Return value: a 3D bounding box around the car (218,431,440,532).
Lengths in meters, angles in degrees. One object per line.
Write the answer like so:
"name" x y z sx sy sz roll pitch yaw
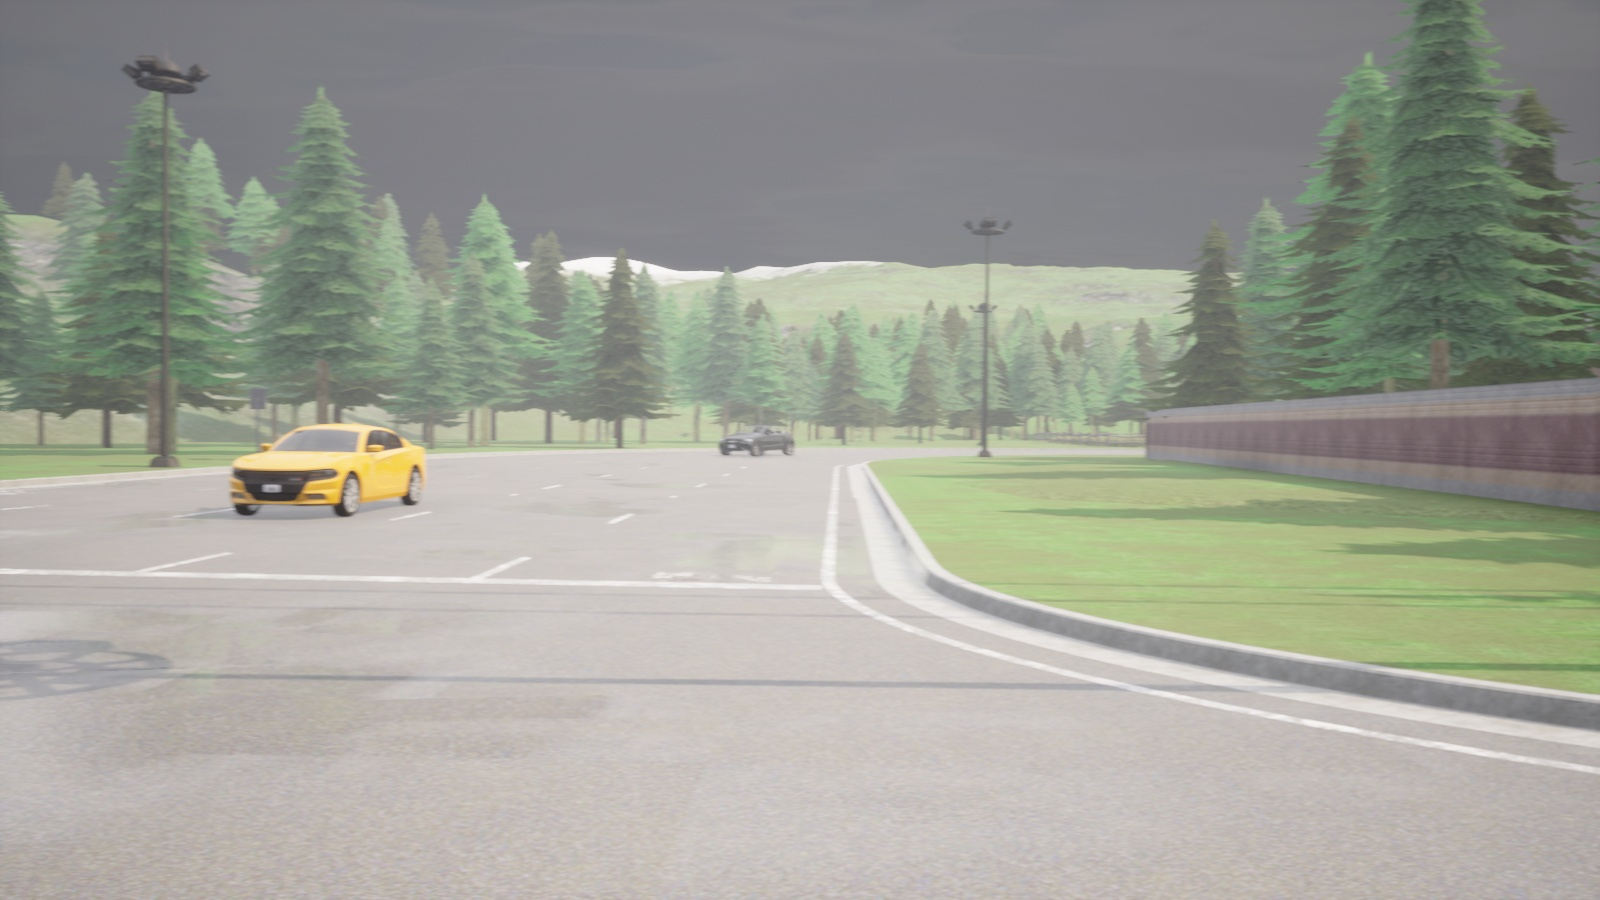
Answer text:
"car" -8.087 0.457 22.148 1.882 1.535 5.008 -1 1 2

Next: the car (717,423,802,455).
"car" -2.089 -0.607 66.674 2.152 1.651 5.027 0 1 31
